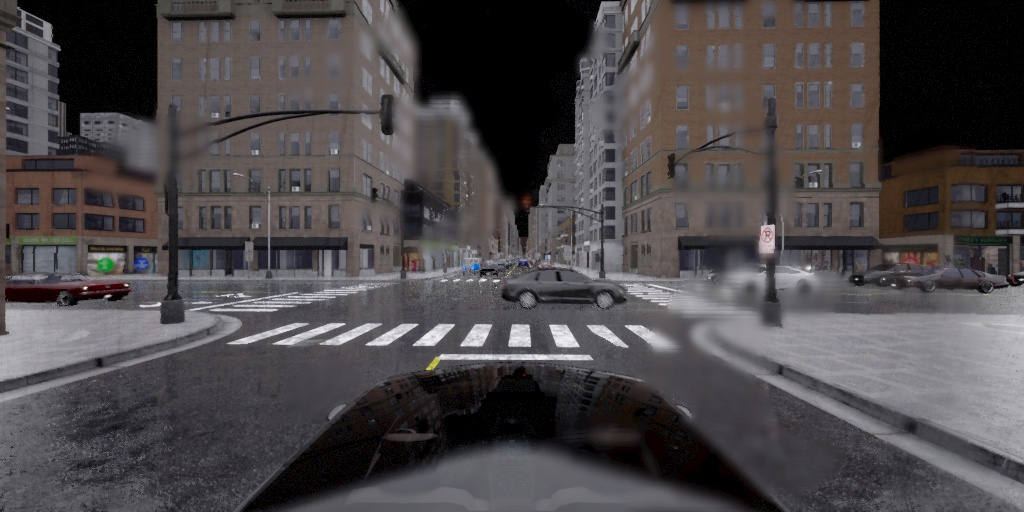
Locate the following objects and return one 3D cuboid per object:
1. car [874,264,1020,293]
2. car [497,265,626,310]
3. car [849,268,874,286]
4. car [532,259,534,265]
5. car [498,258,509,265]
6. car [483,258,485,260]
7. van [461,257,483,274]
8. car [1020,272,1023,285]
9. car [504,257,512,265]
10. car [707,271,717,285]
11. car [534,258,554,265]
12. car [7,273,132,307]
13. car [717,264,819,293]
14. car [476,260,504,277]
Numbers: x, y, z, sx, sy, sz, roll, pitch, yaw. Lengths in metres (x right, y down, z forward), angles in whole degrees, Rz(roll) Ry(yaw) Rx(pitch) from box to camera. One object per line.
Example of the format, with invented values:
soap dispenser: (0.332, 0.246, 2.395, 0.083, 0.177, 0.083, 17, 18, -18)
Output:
car: (24.356, 1.325, 20.258, 5.357, 1.411, 2.033, 0, 0, 2)
car: (1.993, 1.255, 14.193, 4.892, 1.490, 1.837, 0, 0, 2)
car: (25.063, 1.283, 23.490, 4.892, 1.490, 1.837, 0, 0, 2)
car: (4.002, 1.341, 46.369, 1.948, 1.339, 4.313, 0, 0, 2)
car: (-1.812, 1.338, 44.897, 1.994, 1.385, 4.181, 0, 0, 3)
car: (-4.520, 1.090, 46.652, 2.192, 1.841, 5.009, 0, 0, 2)
van: (-4.707, 1.111, 41.132, 1.690, 1.789, 3.998, 0, 0, 2)
car: (35.045, 1.359, 23.196, 4.181, 1.385, 1.994, 0, 0, 2)
car: (-1.488, 1.137, 54.535, 2.097, 1.767, 4.553, 0, 0, 2)
car: (15.646, 1.257, 23.758, 4.902, 1.511, 2.128, 0, 0, 2)
car: (3.814, 1.210, 40.847, 1.967, 1.591, 4.097, 0, 0, 2)
car: (-18.773, 1.335, 14.783, 4.718, 1.301, 1.895, 0, 0, 2)
car: (14.769, 1.291, 20.531, 4.674, 1.442, 1.812, 0, 0, 3)
car: (-2.142, 1.365, 35.814, 1.895, 1.301, 4.718, 0, 0, 2)
